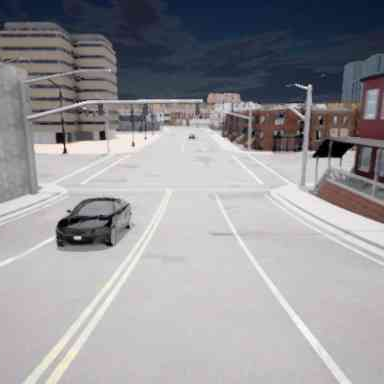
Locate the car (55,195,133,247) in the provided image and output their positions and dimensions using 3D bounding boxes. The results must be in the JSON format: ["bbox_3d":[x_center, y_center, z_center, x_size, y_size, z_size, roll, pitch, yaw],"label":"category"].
[{"bbox_3d":[-3.569,0.954,12.886,1.882,1.535,5.008,0,5,0],"label":"car"}]

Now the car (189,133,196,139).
[{"bbox_3d":[0.027,-14.879,89.268,1.895,1.301,4.718,0,13,0],"label":"car"}]
